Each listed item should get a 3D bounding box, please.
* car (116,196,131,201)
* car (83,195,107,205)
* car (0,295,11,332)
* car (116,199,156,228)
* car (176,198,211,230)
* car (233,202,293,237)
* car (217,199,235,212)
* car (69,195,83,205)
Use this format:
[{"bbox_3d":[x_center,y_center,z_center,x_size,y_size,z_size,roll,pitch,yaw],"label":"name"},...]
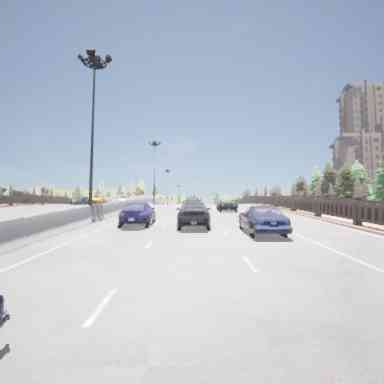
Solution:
[{"bbox_3d":[-10.501,1.275,51.513,1.812,1.442,4.674,0,-2,0],"label":"car"},{"bbox_3d":[-14.022,1.177,49.203,1.882,1.535,5.008,0,-1,0],"label":"car"},{"bbox_3d":[-3.400,1.596,2.386,1.895,1.301,4.718,0,0,0],"label":"car"},{"bbox_3d":[-3.400,1.371,20.930,1.812,1.442,4.674,0,0,0],"label":"car"},{"bbox_3d":[0.100,1.358,20.001,1.837,1.490,4.892,0,0,0],"label":"car"},{"bbox_3d":[3.600,1.424,17.138,2.033,1.411,5.357,0,0,0],"label":"car"},{"bbox_3d":[3.601,1.334,34.802,1.895,1.301,4.718,0,0,0],"label":"car"},{"bbox_3d":[-17.499,1.271,51.848,2.128,1.511,4.902,0,-1,0],"label":"car"}]
